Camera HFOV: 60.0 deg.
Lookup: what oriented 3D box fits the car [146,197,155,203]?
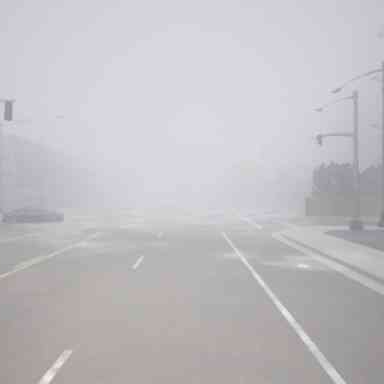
[{"bbox_3d":[-10.483,1.934,83.713,1.882,1.535,5.008,0,0,0],"label":"car"}]

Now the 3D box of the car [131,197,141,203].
[{"bbox_3d":[-13.983,1.979,83.714,1.812,1.442,4.674,0,0,0],"label":"car"}]

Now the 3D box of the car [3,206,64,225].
[{"bbox_3d":[-12.137,1.788,25.664,4.181,1.385,1.994,0,0,-16],"label":"car"}]
